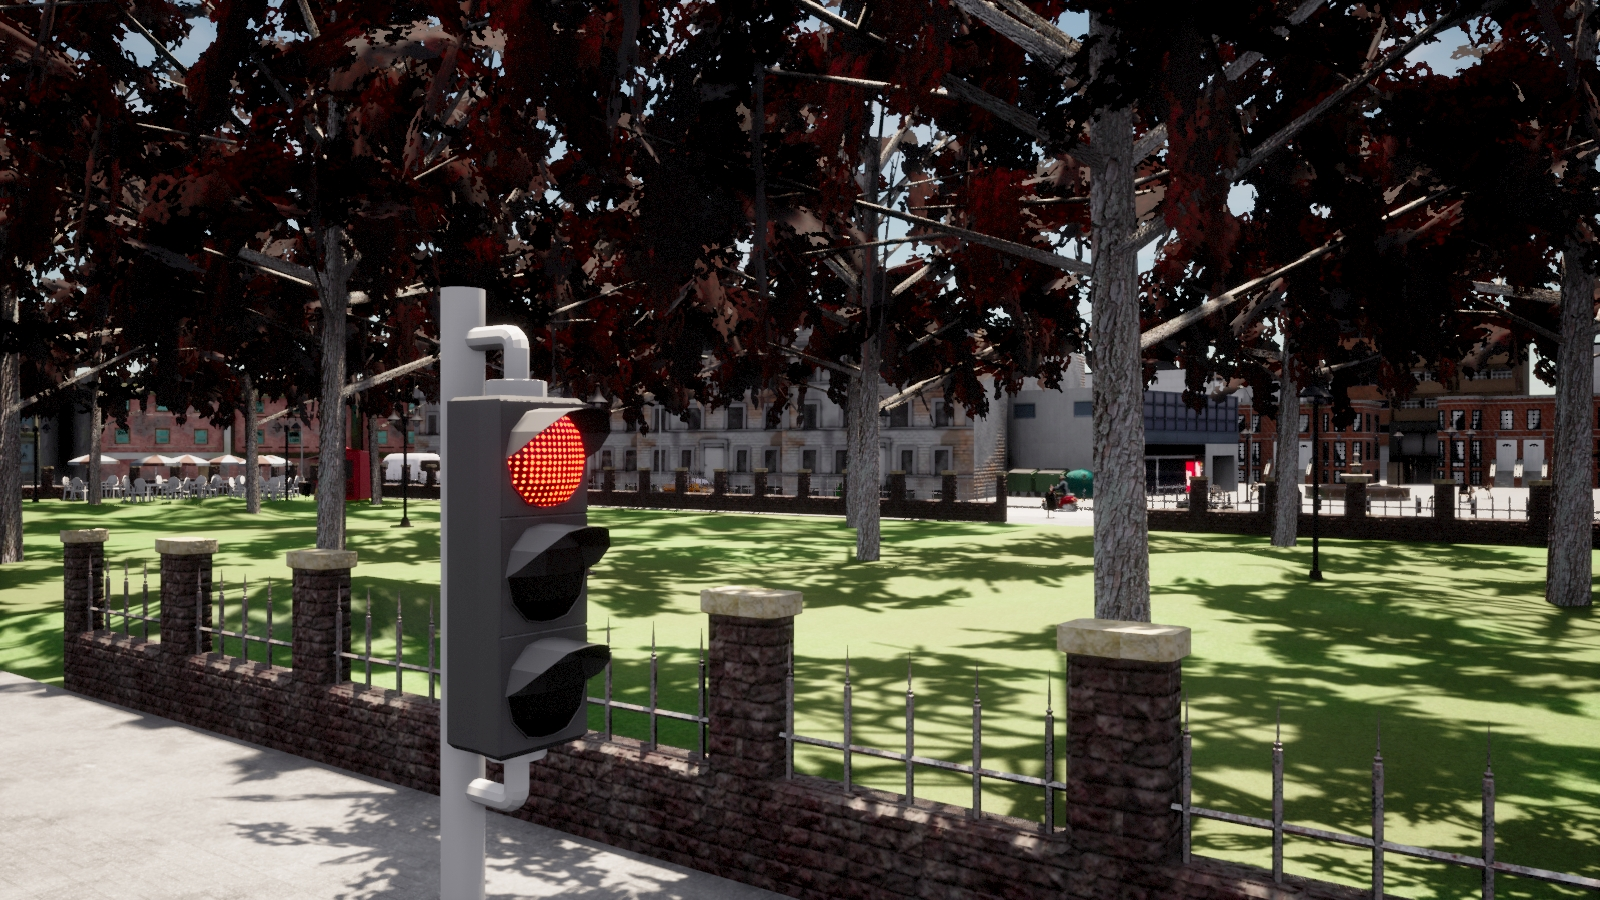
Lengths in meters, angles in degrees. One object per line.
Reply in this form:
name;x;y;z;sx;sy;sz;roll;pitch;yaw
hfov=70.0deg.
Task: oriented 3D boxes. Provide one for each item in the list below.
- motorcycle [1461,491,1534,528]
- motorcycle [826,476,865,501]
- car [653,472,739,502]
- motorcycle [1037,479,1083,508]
motorcycle;23.418;1.993;38.395;2.033;1.145;0.803;0;0;36
motorcycle;2.335;1.962;58.646;1.805;1.236;0.856;0;0;36
car;-5.432;1.898;59.375;4.181;1.385;1.994;0;0;36
motorcycle;11.778;1.962;51.777;1.805;1.236;0.856;0;0;36
